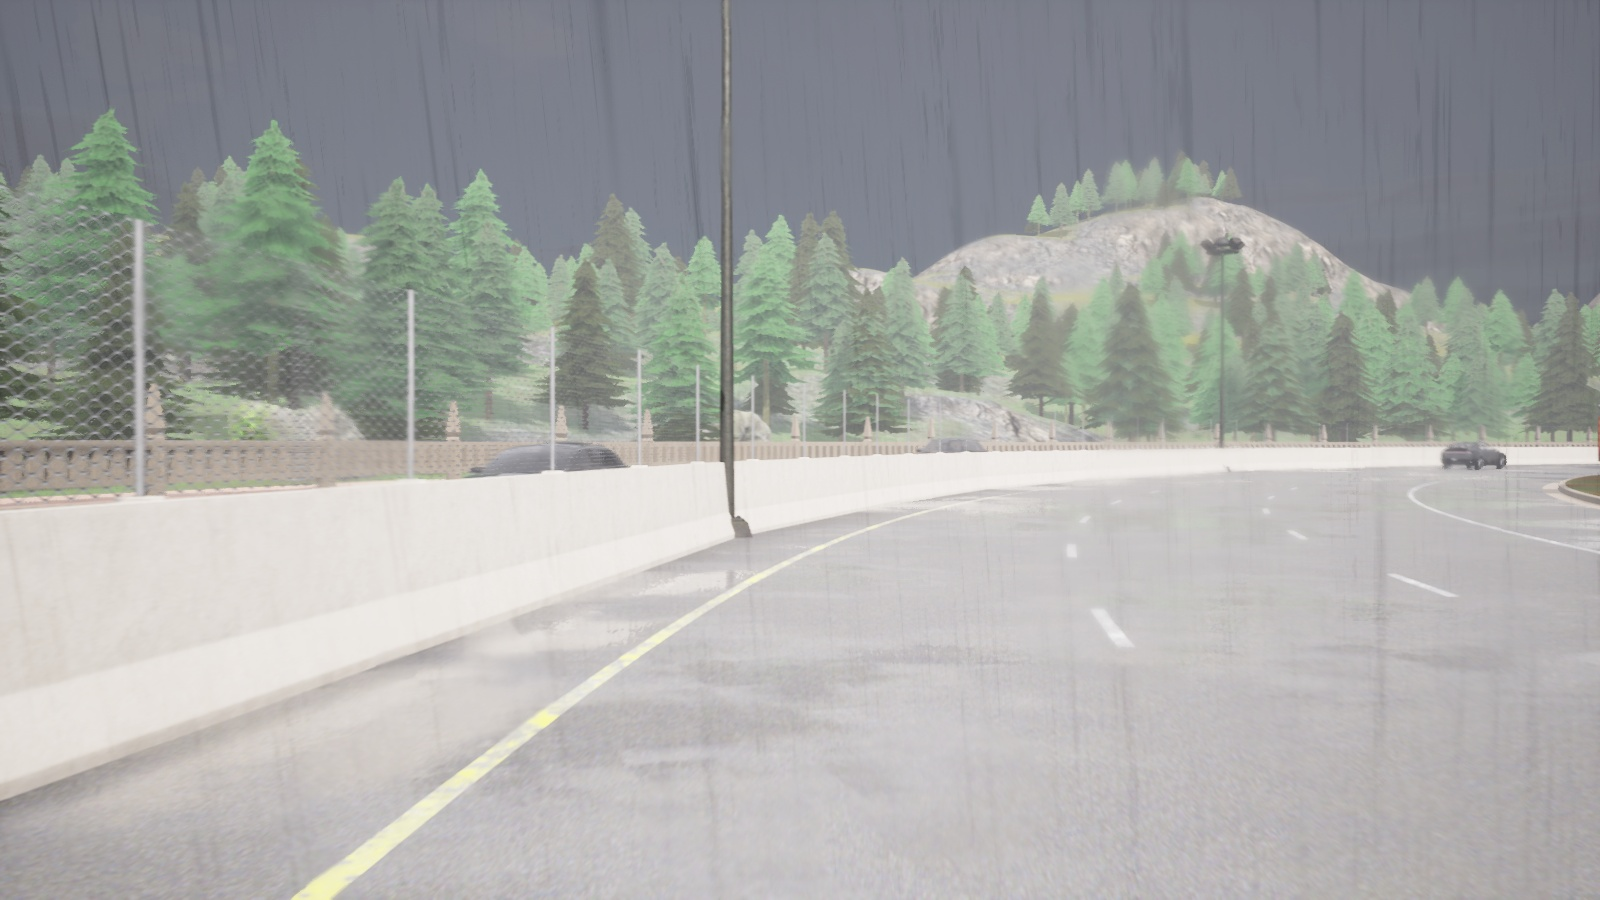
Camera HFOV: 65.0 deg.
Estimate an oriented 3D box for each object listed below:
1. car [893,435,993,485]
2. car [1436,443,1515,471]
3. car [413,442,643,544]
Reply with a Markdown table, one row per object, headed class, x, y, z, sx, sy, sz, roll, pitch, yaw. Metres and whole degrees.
| class | x | y | z | sx | sy | sz | roll | pitch | yaw |
| --- | --- | --- | --- | --- | --- | --- | --- | --- | --- |
| car | 5.382 | 0.348 | 46.775 | 2.097 | 1.767 | 4.553 | 0 | 0 | 29 |
| car | 37.215 | 0.360 | 69.165 | 4.902 | 1.511 | 2.128 | 0 | 0 | -40 |
| car | -4.369 | 0.626 | 21.090 | 1.837 | 1.490 | 4.892 | 0 | 0 | 13 |
